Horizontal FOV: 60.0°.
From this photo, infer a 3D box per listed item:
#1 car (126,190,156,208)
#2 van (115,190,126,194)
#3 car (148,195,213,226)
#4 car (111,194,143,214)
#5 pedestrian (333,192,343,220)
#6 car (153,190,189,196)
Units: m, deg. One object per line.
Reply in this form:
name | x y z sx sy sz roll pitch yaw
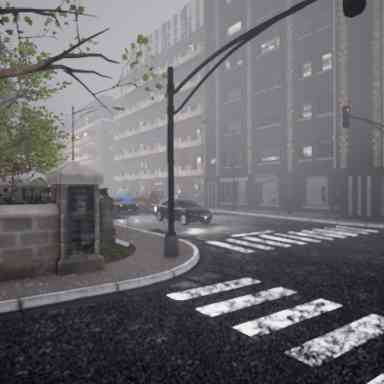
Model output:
car | -4.898 0.713 36.957 2.192 1.841 5.009 1 1 -36
van | -8.161 0.642 41.413 1.690 1.788 3.998 1 1 -36
car | -0.641 1.209 21.323 1.837 1.490 4.892 0 1 -36
car | -6.471 1.130 29.284 1.895 1.301 4.718 0 1 -36
pedestrian | 9.636 0.886 22.069 0.375 1.860 0.375 1 0 -36
car | -1.637 0.936 32.503 1.967 1.590 4.097 1 1 -36
